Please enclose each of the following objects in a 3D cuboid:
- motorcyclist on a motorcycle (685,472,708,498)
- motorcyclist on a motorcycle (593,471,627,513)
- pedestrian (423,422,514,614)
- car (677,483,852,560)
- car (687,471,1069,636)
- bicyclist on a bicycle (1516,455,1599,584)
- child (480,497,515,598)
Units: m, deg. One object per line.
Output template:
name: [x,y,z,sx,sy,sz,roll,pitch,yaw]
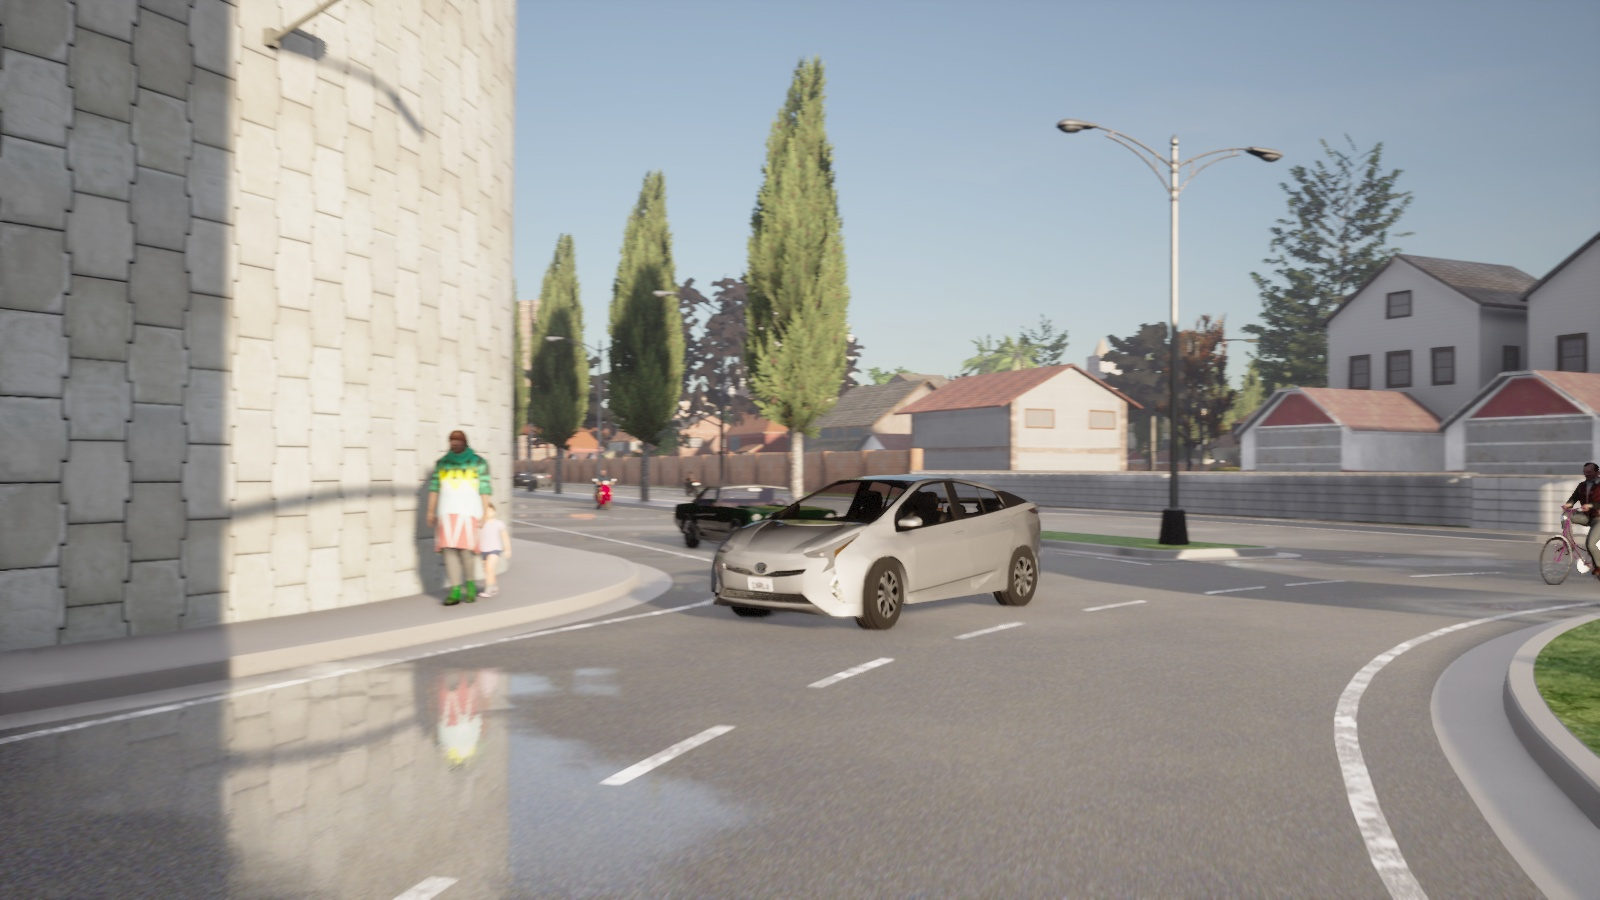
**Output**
motorcyclist on a motorcycle: [-6.161,2.066,74.646,0.797,1.523,2.044,0,-1,-24]
motorcyclist on a motorcycle: [-7.401,1.604,48.774,0.866,1.590,1.817,0,-1,-24]
pedestrian: [-3.493,0.700,13.287,0.659,1.952,0.873,0,-1,6]
car: [-0.837,1.335,24.823,1.895,1.301,4.718,0,-1,-23]
car: [1.040,0.996,14.001,2.007,1.525,4.514,-1,-1,39]
bicyclist on a bicycle: [11.169,0.968,17.954,1.843,1.776,0.659,1,0,-24]
child: [-3.403,1.095,14.146,0.255,1.110,0.394,0,-1,7]
